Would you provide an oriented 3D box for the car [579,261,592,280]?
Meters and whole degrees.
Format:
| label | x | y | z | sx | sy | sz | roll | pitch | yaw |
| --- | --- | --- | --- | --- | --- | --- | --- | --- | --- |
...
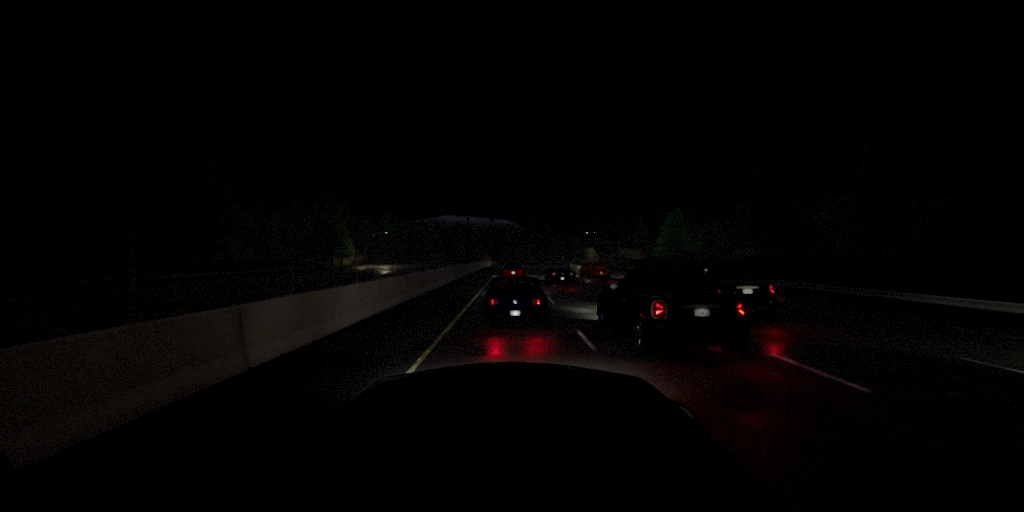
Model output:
| label | x | y | z | sx | sy | sz | roll | pitch | yaw |
| --- | --- | --- | --- | --- | --- | --- | --- | --- | --- |
| car | 7.100 | 1.186 | 30.977 | 1.882 | 1.535 | 5.008 | 0 | 0 | 0 |

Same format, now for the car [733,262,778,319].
| label | x | y | z | sx | sy | sz | roll | pitch | yaw |
| --- | --- | --- | --- | --- | --- | --- | --- | --- | --- |
| car | 7.100 | 1.085 | 12.922 | 2.097 | 1.767 | 4.553 | 0 | 0 | 0 |

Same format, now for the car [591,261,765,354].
| label | x | y | z | sx | sy | sz | roll | pitch | yaw |
| --- | --- | --- | --- | --- | --- | --- | --- | --- | --- |
| car | 3.600 | 1.091 | 8.917 | 2.097 | 1.767 | 4.553 | 0 | 0 | 0 |

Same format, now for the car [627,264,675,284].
| label | x | y | z | sx | sy | sz | roll | pitch | yaw |
| --- | --- | --- | --- | --- | --- | --- | --- | --- | --- |
| car | 10.599 | 1.311 | 27.737 | 1.895 | 1.301 | 4.718 | 0 | 0 | 0 |

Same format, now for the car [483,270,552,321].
| label | x | y | z | sx | sy | sz | roll | pitch | yaw |
| --- | --- | --- | --- | --- | --- | --- | --- | --- | --- |
| car | 0.101 | 1.335 | 12.421 | 1.895 | 1.301 | 4.718 | 0 | 0 | 0 |

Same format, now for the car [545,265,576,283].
| label | x | y | z | sx | sy | sz | roll | pitch | yaw |
| --- | --- | --- | --- | --- | --- | --- | --- | --- | --- |
| car | 3.601 | 1.314 | 27.750 | 1.895 | 1.301 | 4.718 | 0 | 0 | 0 |

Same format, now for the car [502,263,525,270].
| label | x | y | z | sx | sy | sz | roll | pitch | yaw |
| --- | --- | --- | --- | --- | --- | --- | --- | --- | --- |
| car | 0.101 | 1.274 | 30.020 | 1.994 | 1.385 | 4.181 | 0 | 0 | 0 |
